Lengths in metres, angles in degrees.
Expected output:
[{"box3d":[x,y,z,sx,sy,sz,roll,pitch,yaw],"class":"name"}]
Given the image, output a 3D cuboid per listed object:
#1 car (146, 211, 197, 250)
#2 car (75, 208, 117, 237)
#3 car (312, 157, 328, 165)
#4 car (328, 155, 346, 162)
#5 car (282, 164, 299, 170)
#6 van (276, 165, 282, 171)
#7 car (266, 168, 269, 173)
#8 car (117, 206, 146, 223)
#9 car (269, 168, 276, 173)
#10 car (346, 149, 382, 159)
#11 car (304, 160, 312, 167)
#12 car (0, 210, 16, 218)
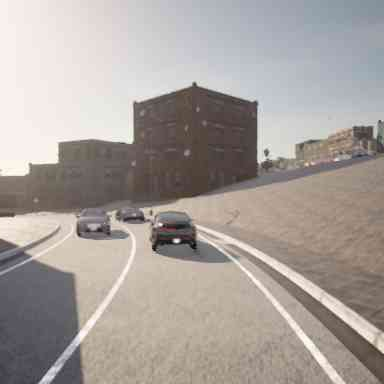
[{"box3d":[-0.973,1.625,14.947,1.837,1.490,4.892,0,-1,-9],"class":"car"},{"box3d":[-5.823,1.730,19.916,2.128,1.511,4.902,0,-1,-16],"class":"car"},{"box3d":[21.249,-4.686,52.175,2.185,1.767,4.553,0,1,-1],"class":"car"},{"box3d":[21.373,-4.430,46.503,2.002,1.452,4.674,0,1,-1],"class":"car"},{"box3d":[20.888,-4.800,68.708,2.231,1.521,4.892,0,1,-1],"class":"car"},{"box3d":[20.771,-5.096,74.102,1.878,1.987,4.442,0,1,-1],"class":"van"},{"box3d":[20.528,-5.248,85.229,2.435,2.045,5.566,0,1,-1],"class":"car"},{"box3d":[-5.856,2.014,30.752,1.994,1.385,4.181,-1,-1,-25],"class":"car"},{"box3d":[20.648,-4.898,79.746,2.002,1.452,4.674,0,1,-1],"class":"car"},{"box3d":[21.492,-4.508,41.009,2.185,1.767,4.553,0,1,-1],"class":"car"},{"box3d":[21.129,-4.770,57.694,2.185,1.767,4.553,0,1,-1],"class":"car"},{"box3d":[-30.615,3.636,53.929,4.718,1.301,1.895,-4,-1,34],"class":"car"}]
